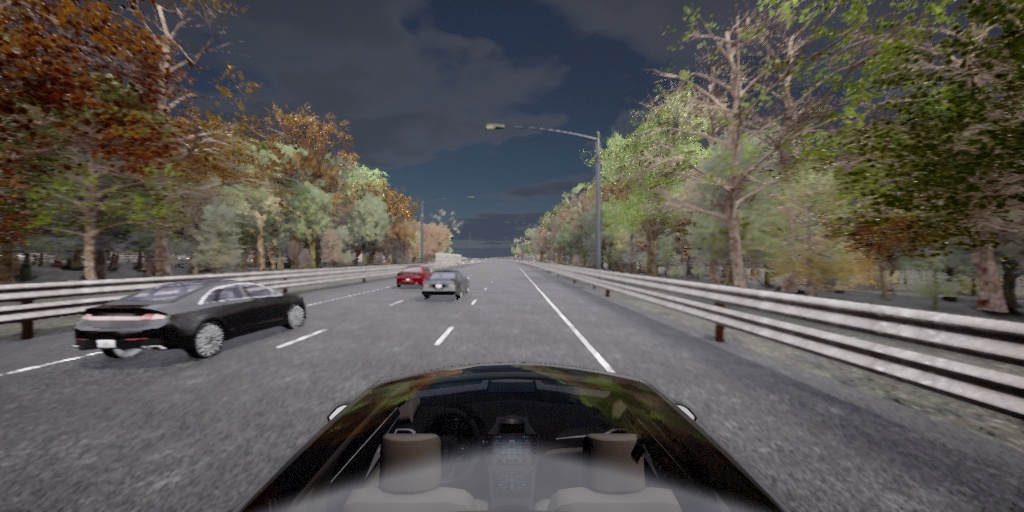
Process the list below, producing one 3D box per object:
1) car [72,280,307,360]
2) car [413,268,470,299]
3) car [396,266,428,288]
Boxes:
[{"bbox_3d":[-6.899,1.303,8.523,2.128,1.511,4.902,0,-1,0],"label":"car"},{"bbox_3d":[-3.397,1.454,19.133,2.033,1.411,5.357,0,-1,0],"label":"car"},{"bbox_3d":[-6.897,1.447,26.228,1.882,1.535,5.008,0,-1,0],"label":"car"}]
